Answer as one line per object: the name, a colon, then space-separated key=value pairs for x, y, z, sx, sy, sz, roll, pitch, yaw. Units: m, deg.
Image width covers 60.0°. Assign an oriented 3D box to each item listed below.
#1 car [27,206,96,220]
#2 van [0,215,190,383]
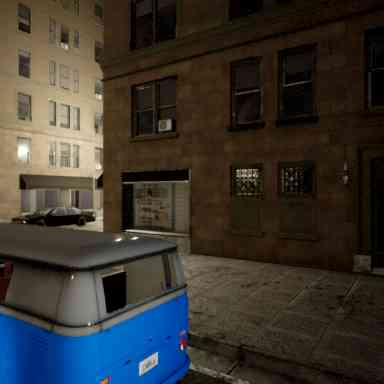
car: x=-8.771 y=1.626 z=21.486 sx=2.033 sy=1.411 sz=5.357 roll=0 pitch=0 yaw=33
van: x=-1.948 y=1.341 z=4.074 sx=3.998 sy=1.788 sz=1.690 roll=0 pitch=0 yaw=33
